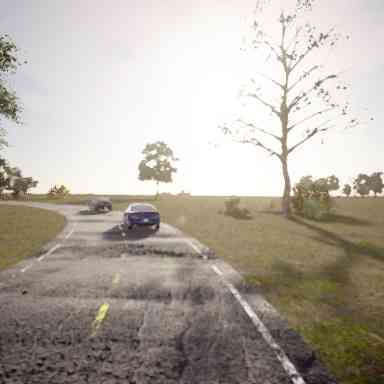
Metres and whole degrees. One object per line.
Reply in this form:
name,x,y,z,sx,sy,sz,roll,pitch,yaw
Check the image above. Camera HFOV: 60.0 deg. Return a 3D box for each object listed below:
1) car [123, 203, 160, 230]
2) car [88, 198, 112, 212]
car,-3.309,1.457,21.317,1.882,1.535,5.008,0,0,-16
car,-10.646,1.442,38.534,1.837,1.490,4.892,1,0,-29
